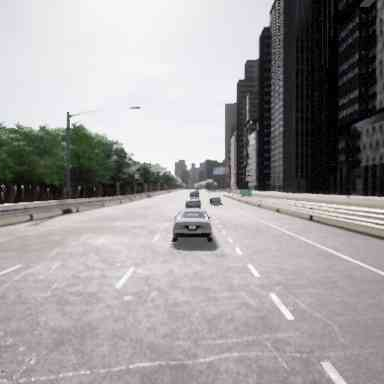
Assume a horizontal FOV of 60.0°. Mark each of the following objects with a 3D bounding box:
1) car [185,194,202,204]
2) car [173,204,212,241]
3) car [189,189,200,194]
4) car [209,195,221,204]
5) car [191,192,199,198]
[{"bbox_3d":[0.164,1.380,40.502,2.128,1.511,4.902,0,0,0],"label":"car"},{"bbox_3d":[0.025,1.523,16.496,2.033,1.411,5.357,0,0,0],"label":"car"},{"bbox_3d":[0.550,0.808,73.072,2.150,2.045,5.566,0,1,1],"label":"car"},{"bbox_3d":[3.934,1.305,57.183,2.128,1.511,4.902,0,1,1],"label":"car"},{"bbox_3d":[0.894,0.803,92.930,2.033,1.411,5.357,0,1,1],"label":"car"}]
